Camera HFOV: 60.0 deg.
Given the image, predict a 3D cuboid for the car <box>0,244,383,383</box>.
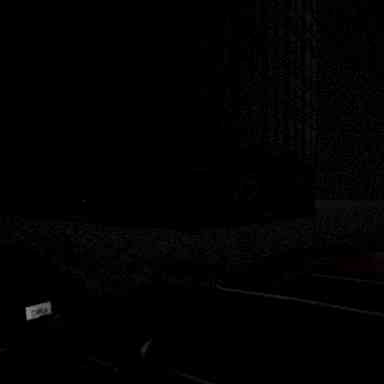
[{"bbox_3d":[0.957,1.312,2.164,5.009,1.841,2.192,0,0,36],"label":"car"}]
